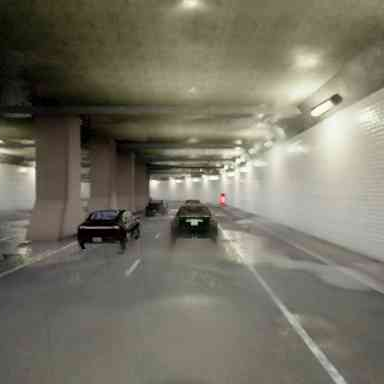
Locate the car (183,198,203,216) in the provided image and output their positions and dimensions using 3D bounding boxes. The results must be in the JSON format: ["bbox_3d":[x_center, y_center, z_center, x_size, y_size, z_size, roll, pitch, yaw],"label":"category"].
[{"bbox_3d":[0.100,1.481,34.241,1.882,1.535,5.008,0,0,0],"label":"car"}]

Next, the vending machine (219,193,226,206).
[{"bbox_3d":[5.079,1.200,55.514,1.100,2.100,0.880,0,0,-7],"label":"vending machine"}]

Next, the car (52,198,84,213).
[{"bbox_3d":[-14.124,1.481,38.202,1.882,1.535,5.008,0,0,0],"label":"car"}]

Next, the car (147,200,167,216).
[{"bbox_3d":[-3.401,1.495,32.585,2.128,1.511,4.902,0,0,0],"label":"car"}]

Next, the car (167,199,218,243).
[{"bbox_3d":[0.099,1.354,16.286,2.097,1.767,4.553,0,0,0],"label":"car"}]

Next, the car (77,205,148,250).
[{"bbox_3d":[-3.401,1.493,14.369,2.128,1.511,4.902,0,0,0],"label":"car"}]

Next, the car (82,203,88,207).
[{"bbox_3d":[-10.609,1.605,37.505,1.895,1.301,4.718,0,0,0],"label":"car"}]
